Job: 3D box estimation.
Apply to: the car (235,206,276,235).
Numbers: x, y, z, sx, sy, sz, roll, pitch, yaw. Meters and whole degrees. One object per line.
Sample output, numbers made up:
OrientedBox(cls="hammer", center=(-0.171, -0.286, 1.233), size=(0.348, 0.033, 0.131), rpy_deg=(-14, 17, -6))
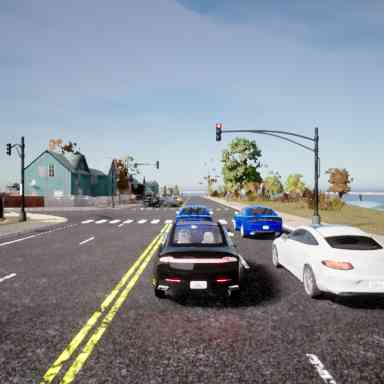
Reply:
OrientedBox(cls="car", center=(3.391, 1.479, 17.702), size=(1.882, 1.535, 5.008), rpy_deg=(0, 0, 0))

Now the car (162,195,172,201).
OrientedBox(cls="car", center=(-6.301, 1.615, 84.289), size=(2.033, 1.411, 5.357), rpy_deg=(0, 0, 0))

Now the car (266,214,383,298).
OrientedBox(cls="car", center=(3.366, 1.526, 8.365), size=(1.812, 1.442, 4.674), rpy_deg=(0, 0, 0))

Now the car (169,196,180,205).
OrientedBox(cls="car", center=(-3.168, 1.521, 61.415), size=(1.882, 1.535, 5.008), rpy_deg=(0, 0, 0))

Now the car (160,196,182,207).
OrientedBox(cls="car", center=(-3.182, 1.576, 51.432), size=(2.033, 1.411, 5.357), rpy_deg=(0, 0, 3))

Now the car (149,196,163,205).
OrientedBox(cls="car", center=(-6.433, 1.545, 59.729), size=(1.837, 1.490, 4.892), rpy_deg=(0, 0, 0))

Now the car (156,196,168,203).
OrientedBox(cls="car", center=(-6.334, 1.597, 70.140), size=(2.033, 1.411, 5.357), rpy_deg=(0, 0, 0))

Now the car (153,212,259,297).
OrientedBox(cls="car", center=(0.121, 1.491, 8.535), size=(2.128, 1.511, 4.902), rpy_deg=(0, 0, 0))

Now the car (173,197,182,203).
OrientedBox(cls="car", center=(-3.081, 1.655, 71.425), size=(1.895, 1.301, 4.718), rpy_deg=(0, 0, 0))

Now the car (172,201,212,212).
OrientedBox(cls="car", center=(0.133, 1.479, 18.030), size=(1.882, 1.535, 5.008), rpy_deg=(0, 0, 1))

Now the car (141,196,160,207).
OrientedBox(cls="car", center=(-6.471, 1.532, 50.320), size=(1.837, 1.490, 4.892), rpy_deg=(0, 0, 0))
